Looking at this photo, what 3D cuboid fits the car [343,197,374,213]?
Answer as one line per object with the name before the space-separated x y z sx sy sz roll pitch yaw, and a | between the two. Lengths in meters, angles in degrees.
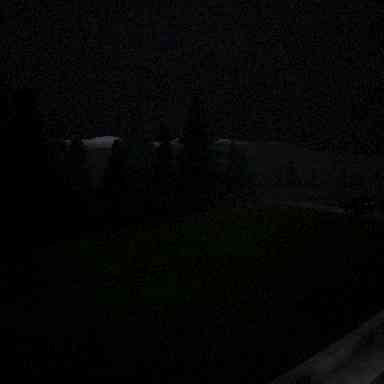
car | 21.316 1.603 42.748 2.150 2.045 5.566 -1 -1 7
